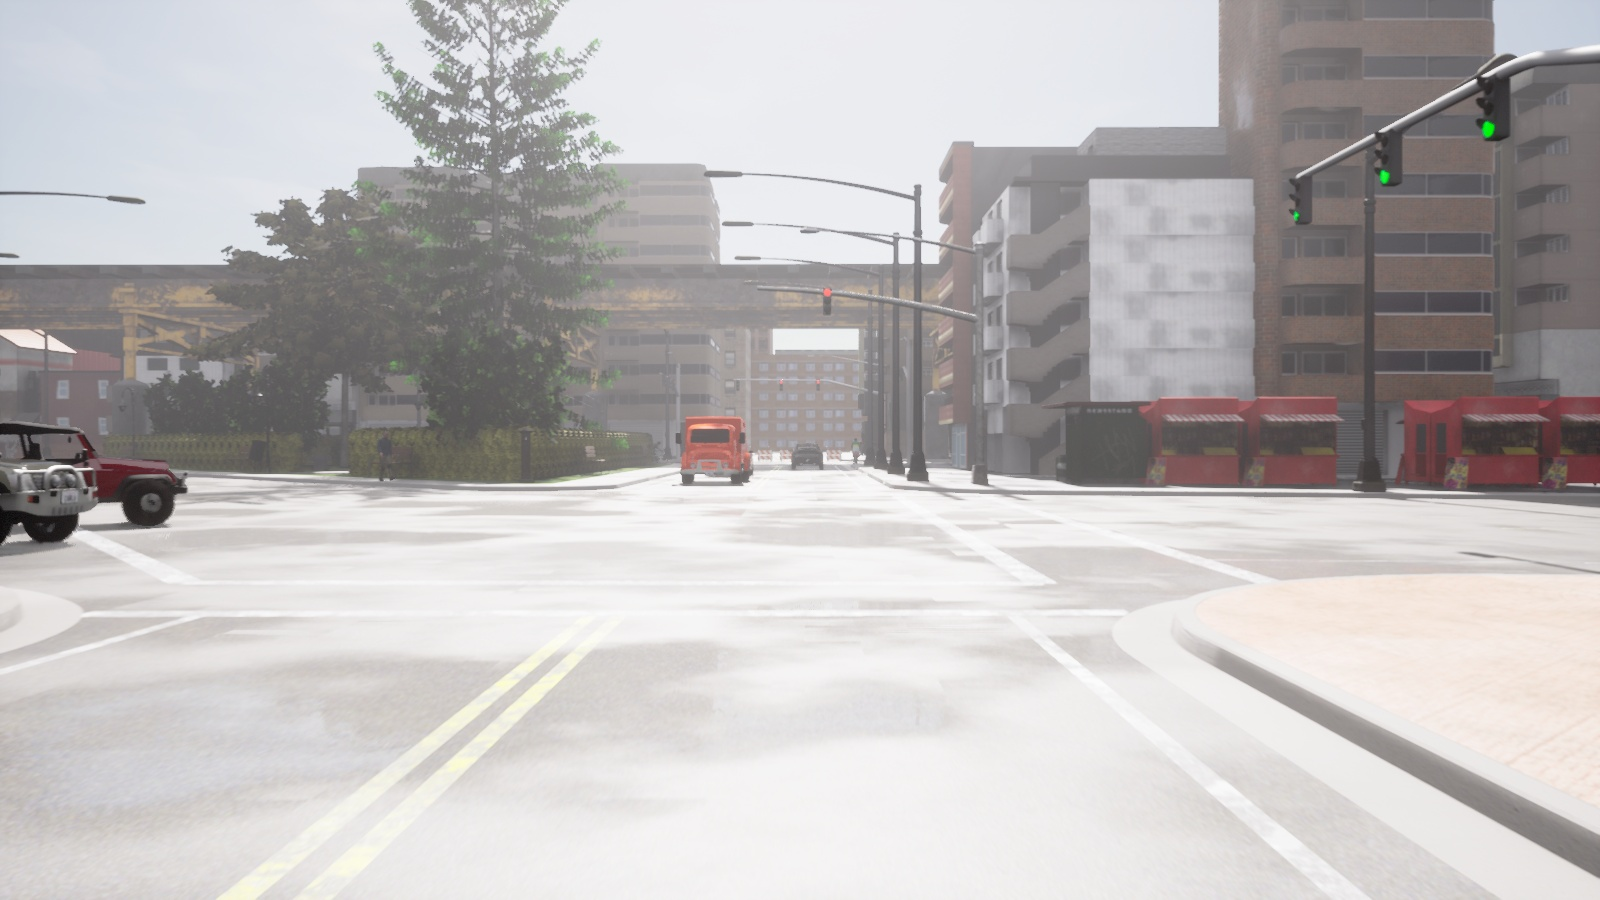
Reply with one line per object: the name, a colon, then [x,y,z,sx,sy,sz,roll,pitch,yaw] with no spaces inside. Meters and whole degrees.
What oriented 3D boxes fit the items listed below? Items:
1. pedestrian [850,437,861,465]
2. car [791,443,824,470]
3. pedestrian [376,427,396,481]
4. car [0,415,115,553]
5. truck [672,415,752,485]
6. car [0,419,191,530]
pedestrian: [3.883,0.054,87.797,0.659,1.952,0.873,0,0,11]
car: [0.429,0.342,72.781,1.837,1.490,4.892,0,0,0]
pedestrian: [-14.301,0.143,43.369,0.402,1.842,0.726,0,0,-42]
car: [-12.575,0.452,17.856,4.605,1.855,1.932,0,0,0]
truck: [-3.216,-0.008,47.119,2.627,2.467,5.204,0,0,0]
car: [-13.118,0.403,22.564,3.866,1.878,1.905,0,1,-28]
